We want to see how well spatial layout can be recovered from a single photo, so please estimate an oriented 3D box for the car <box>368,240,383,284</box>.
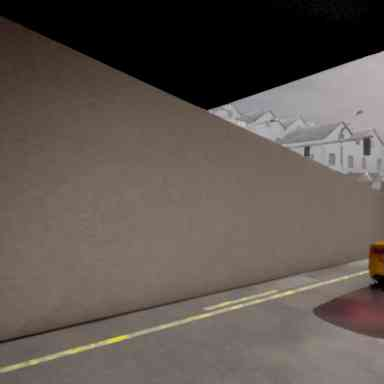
[{"bbox_3d":[6.388,1.492,8.308,5.008,1.535,1.882,0,0,-35],"label":"car"}]
